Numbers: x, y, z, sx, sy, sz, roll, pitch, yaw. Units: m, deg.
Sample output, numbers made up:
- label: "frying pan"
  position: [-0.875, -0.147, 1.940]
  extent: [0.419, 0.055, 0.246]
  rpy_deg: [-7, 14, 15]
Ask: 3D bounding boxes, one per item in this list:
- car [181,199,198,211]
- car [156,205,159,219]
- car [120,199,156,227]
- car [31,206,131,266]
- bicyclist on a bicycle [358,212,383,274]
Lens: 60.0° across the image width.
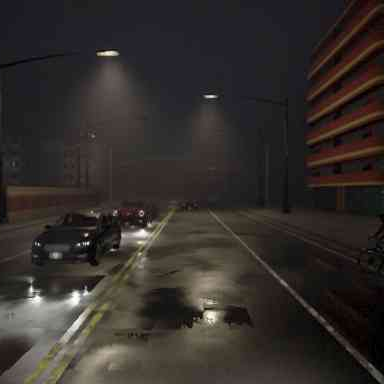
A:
- label: "car"
  position: [-0.264, 1.414, 37.776]
  extent: [1.895, 1.301, 4.718]
  rpy_deg: [0, 0, 0]
- label: "car"
  position: [-3.737, 1.433, 26.657]
  extent: [1.994, 1.385, 4.181]
  rpy_deg: [0, 0, -1]
- label: "car"
  position: [-3.781, 1.246, 21.473]
  extent: [2.097, 1.767, 4.553]
  rpy_deg: [0, 0, 0]
- label: "car"
  position: [-3.695, 1.435, 11.410]
  extent: [2.128, 1.511, 4.902]
  rpy_deg: [0, 0, -1]
- label: "bicyclist on a bicycle"
  position: [5.176, 1.362, 8.738]
  extent: [1.656, 1.620, 0.582]
  rpy_deg: [0, 0, -1]
